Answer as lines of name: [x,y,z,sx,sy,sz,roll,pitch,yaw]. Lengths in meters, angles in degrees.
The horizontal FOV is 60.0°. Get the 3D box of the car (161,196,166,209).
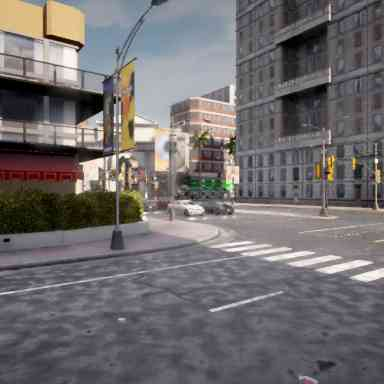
car: [-2.537,1.352,40.817,2.097,1.767,4.553,0,0,-35]

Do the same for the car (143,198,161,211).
car: [-6.037,1.505,39.644,1.837,1.490,4.892,0,0,-35]

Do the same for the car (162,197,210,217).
car: [-0.688,1.526,32.090,1.812,1.442,4.674,0,0,-35]

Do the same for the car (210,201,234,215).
car: [2.381,1.564,33.812,1.994,1.385,4.181,0,0,-35]
